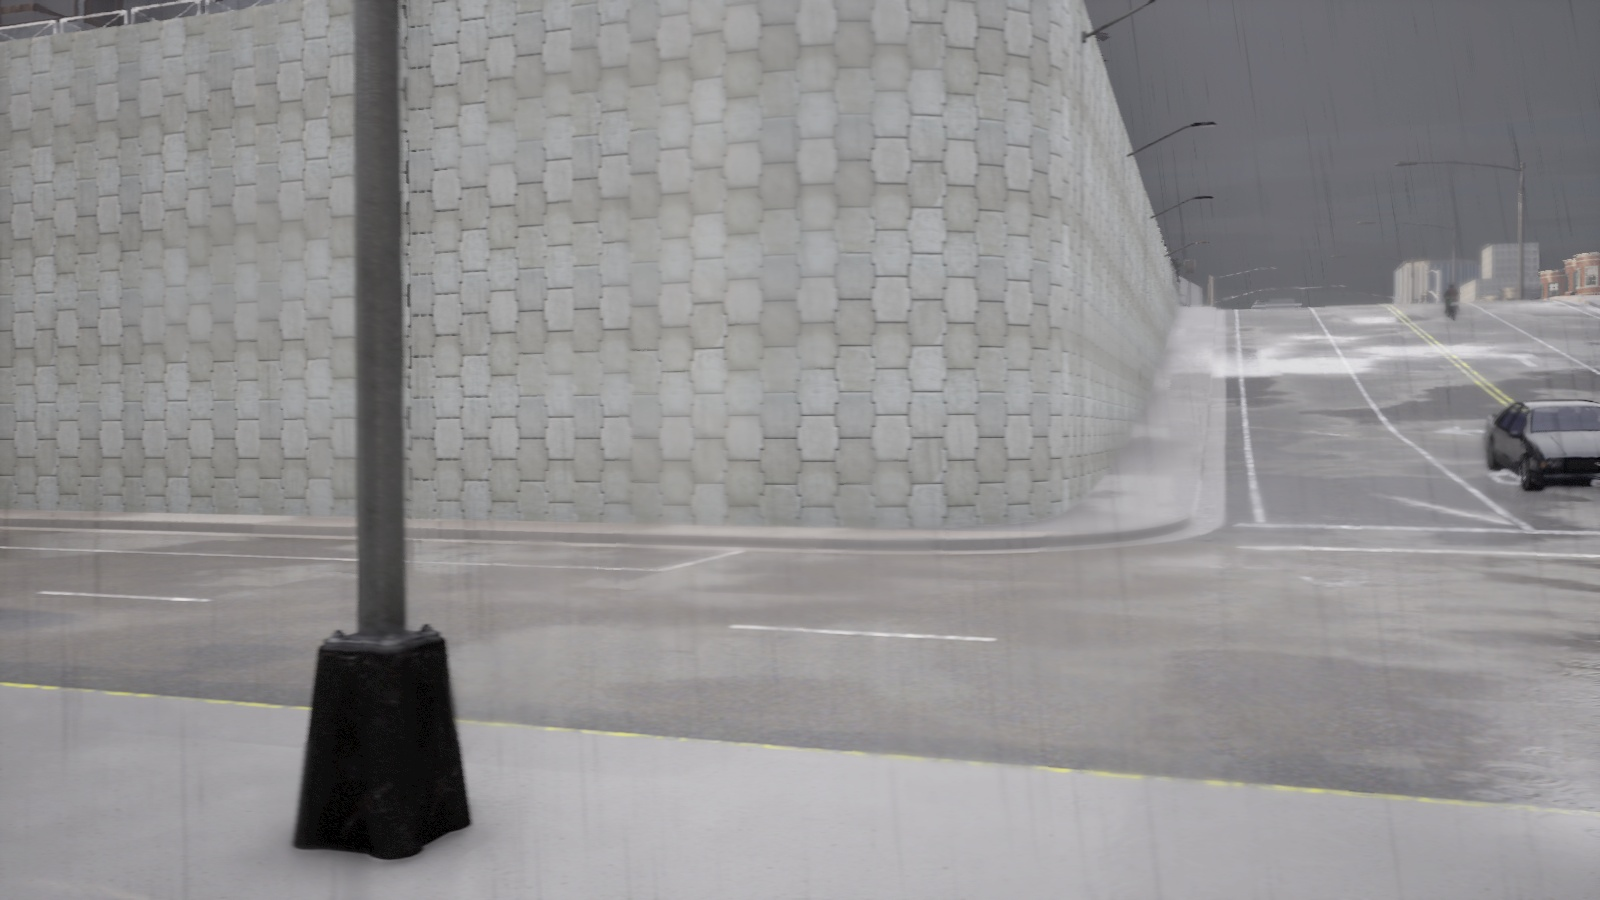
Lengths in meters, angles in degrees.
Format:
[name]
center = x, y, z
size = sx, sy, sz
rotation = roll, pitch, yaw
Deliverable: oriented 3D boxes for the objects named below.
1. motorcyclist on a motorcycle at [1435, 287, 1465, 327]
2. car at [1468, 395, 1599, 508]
[motorcyclist on a motorcycle]
center = 28.273, -6.247, 54.649
size = 0.797, 1.523, 2.044
rotation = 1, 12, 19
[car]
center = 13.671, -0.066, 22.670
size = 2.033, 1.411, 5.357
rotation = 0, 6, 19
